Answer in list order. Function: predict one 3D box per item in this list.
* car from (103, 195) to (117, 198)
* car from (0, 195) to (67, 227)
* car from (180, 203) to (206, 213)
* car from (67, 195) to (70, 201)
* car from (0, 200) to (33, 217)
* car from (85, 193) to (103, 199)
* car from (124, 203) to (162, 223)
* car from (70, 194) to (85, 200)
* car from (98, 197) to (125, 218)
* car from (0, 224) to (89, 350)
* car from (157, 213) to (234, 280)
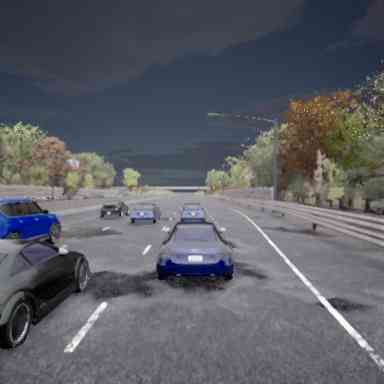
[{"bbox_3d":[-17.527,1.480,73.895,2.033,1.411,5.357,0,0,0],"label":"car"},{"bbox_3d":[-6.907,1.224,12.470,2.150,2.045,5.566,0,0,0],"label":"car"},{"bbox_3d":[0.087,1.553,25.268,2.033,1.411,5.357,0,0,0],"label":"car"},{"bbox_3d":[-28.027,1.462,73.476,1.837,1.490,4.892,0,0,0],"label":"car"},{"bbox_3d":[-17.607,1.535,32.538,1.812,1.442,4.674,0,0,0],"label":"car"},{"bbox_3d":[-21.027,1.188,73.449,2.150,2.045,5.566,0,0,0],"label":"car"},{"bbox_3d":[-3.413,1.553,25.246,2.033,1.411,5.357,0,0,0],"label":"car"},{"bbox_3d":[-24.527,1.318,73.507,2.097,1.767,4.553,0,0,0],"label":"car"},{"bbox_3d":[-6.913,1.513,30.165,1.837,1.490,4.892,0,0,0],"label":"car"},{"bbox_3d":[-3.420,1.565,6.232,1.994,1.385,4.181,0,0,0],"label":"car"},{"bbox_3d":[0.086,1.565,9.999,1.994,1.385,4.181,0,0,0],"label":"car"}]
